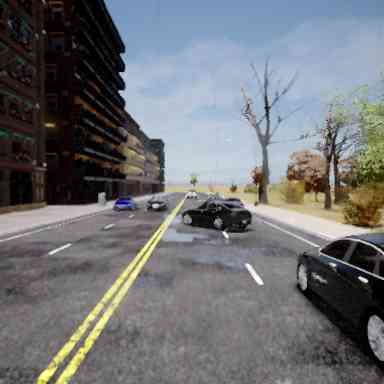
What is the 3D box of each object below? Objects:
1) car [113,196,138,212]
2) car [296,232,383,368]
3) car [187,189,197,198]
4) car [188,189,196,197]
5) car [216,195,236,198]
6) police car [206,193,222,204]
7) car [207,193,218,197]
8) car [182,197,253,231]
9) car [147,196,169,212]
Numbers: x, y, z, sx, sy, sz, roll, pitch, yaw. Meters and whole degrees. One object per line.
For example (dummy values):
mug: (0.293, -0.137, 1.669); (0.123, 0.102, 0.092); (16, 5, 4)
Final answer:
car: (-6.585, 1.153, 33.283); (1.812, 1.442, 4.674); (0, 1, 0)
car: (3.250, 1.440, 5.593); (1.837, 1.490, 4.892); (0, 1, 0)
car: (0.005, 0.380, 75.467); (2.150, 2.045, 5.566); (0, 1, 0)
car: (0.007, 0.262, 85.753); (2.150, 2.045, 5.566); (0, 1, 0)
car: (3.252, 1.196, 27.593); (1.837, 1.490, 4.892); (0, 1, 0)
police car: (3.253, 0.951, 49.593); (2.038, 1.542, 4.974); (0, 1, 0)
car: (3.252, 1.061, 38.592); (2.128, 1.511, 4.902); (0, 1, 0)
car: (1.314, 1.290, 19.191); (1.837, 1.490, 4.892); (0, 1, -36)
car: (-3.336, 1.125, 32.959); (2.128, 1.511, 4.902); (0, 0, 0)
